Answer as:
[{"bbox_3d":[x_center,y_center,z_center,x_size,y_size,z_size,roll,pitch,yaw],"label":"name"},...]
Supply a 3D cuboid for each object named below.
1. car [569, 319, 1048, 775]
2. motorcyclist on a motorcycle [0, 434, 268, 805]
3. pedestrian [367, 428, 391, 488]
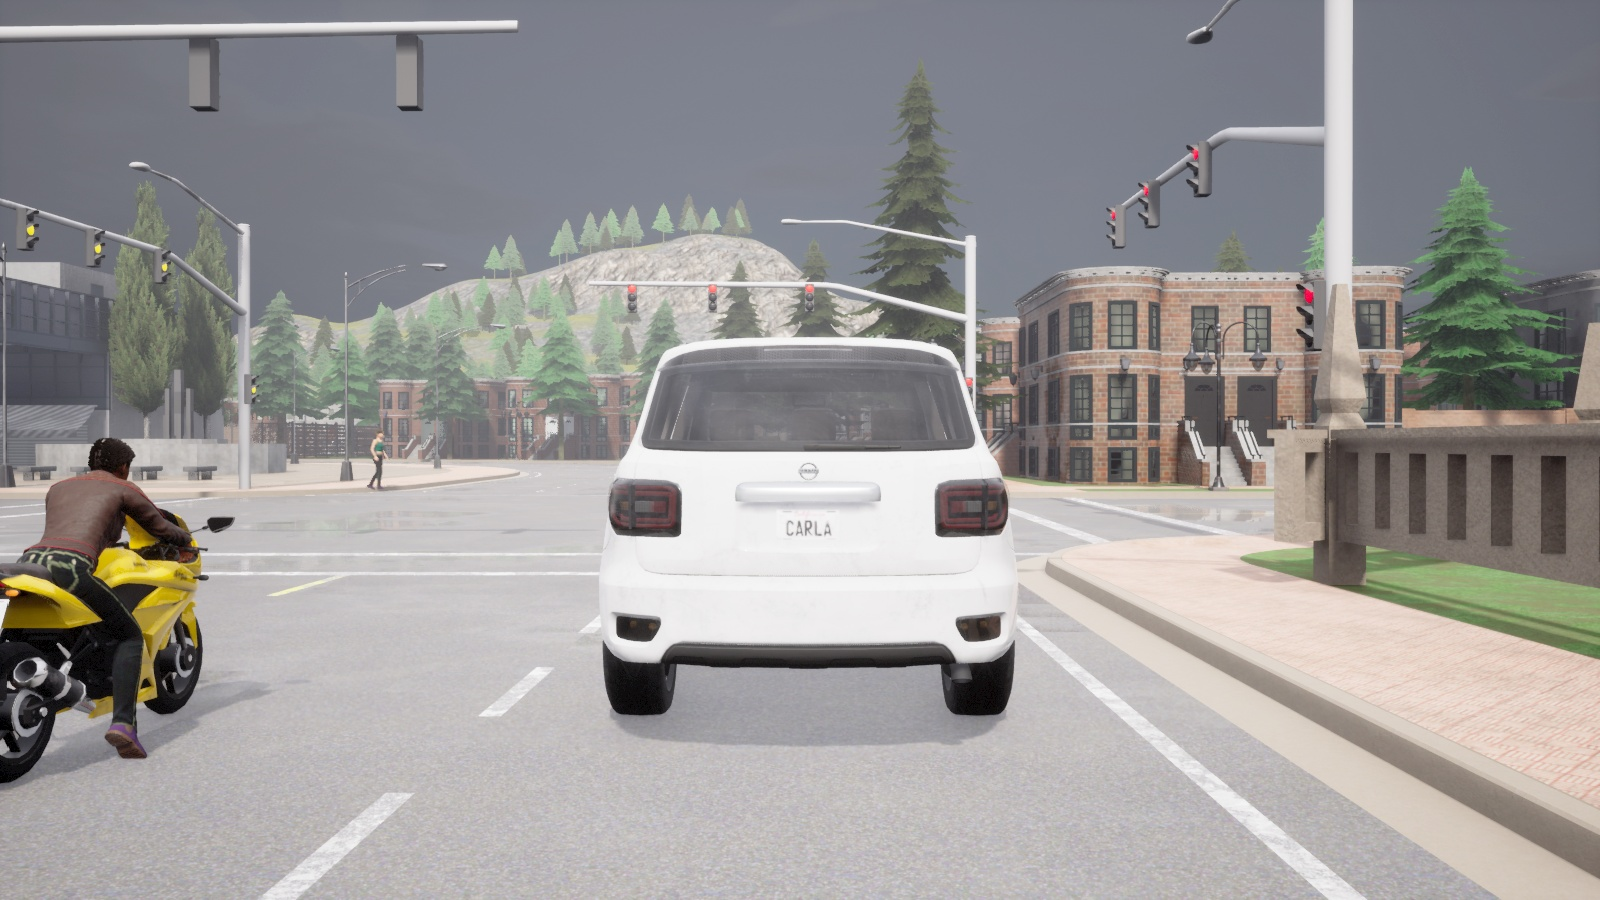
[{"bbox_3d":[0.058,0.418,8.421,2.150,2.045,5.566,0,0,0],"label":"car"},{"bbox_3d":[-3.453,0.691,6.178,0.797,1.523,2.044,0,0,0],"label":"motorcyclist on a motorcycle"},{"bbox_3d":[-12.792,0.240,38.147,0.594,1.836,0.345,0,0,12],"label":"pedestrian"}]
